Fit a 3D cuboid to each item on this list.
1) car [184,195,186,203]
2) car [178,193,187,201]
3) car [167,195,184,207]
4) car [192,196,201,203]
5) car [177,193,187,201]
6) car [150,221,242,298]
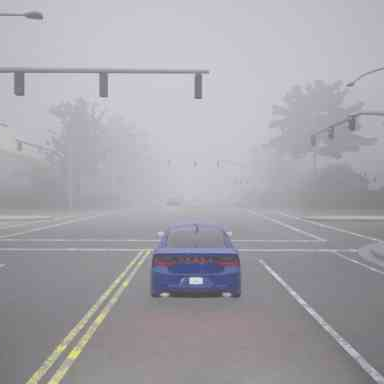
[{"bbox_3d":[-2.685,1.601,60.495,1.895,1.301,4.718,0,0,1],"label":"car"},{"bbox_3d":[-2.531,1.552,70.416,1.994,1.385,4.181,0,0,0],"label":"car"},{"bbox_3d":[-2.770,1.564,51.451,1.994,1.385,4.181,0,0,1],"label":"car"},{"bbox_3d":[1.004,1.555,71.652,1.994,1.385,4.181,0,0,0],"label":"car"},{"bbox_3d":[-2.432,1.225,82.290,2.150,2.045,5.566,0,0,0],"label":"car"},{"bbox_3d":[0.085,1.478,8.578,1.882,1.535,5.008,0,0,0],"label":"car"}]
